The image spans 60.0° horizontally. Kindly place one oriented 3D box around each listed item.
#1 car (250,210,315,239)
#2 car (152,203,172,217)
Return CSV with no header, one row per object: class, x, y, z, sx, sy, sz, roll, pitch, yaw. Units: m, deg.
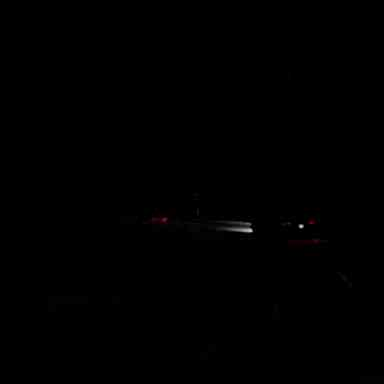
car,4.935,1.716,18.644,1.994,1.385,4.181,0,-1,-16
car,-3.358,1.971,37.681,2.128,1.511,4.902,-1,-1,2
